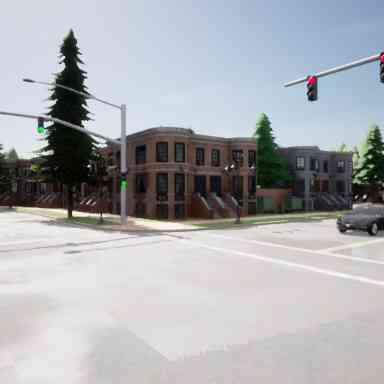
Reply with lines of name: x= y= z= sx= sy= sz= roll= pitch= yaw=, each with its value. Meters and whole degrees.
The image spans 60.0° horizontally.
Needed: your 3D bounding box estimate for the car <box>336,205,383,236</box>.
car: x=10.052 y=1.505 z=18.728 sx=4.892 sy=1.490 sz=1.837 roll=0 pitch=0 yaw=-37
